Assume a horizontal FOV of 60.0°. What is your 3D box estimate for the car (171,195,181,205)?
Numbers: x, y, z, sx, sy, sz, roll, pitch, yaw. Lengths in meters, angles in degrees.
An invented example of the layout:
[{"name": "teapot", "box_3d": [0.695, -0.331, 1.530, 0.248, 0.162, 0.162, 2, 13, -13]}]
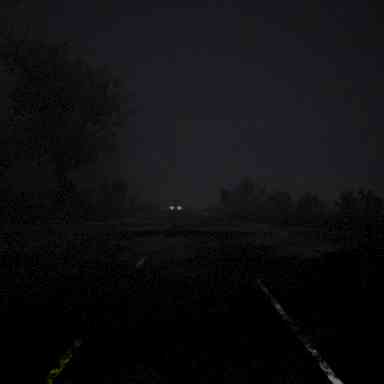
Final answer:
[{"name": "car", "box_3d": [-3.480, 1.784, 73.995, 2.150, 2.045, 5.566, 0, -1, 0]}]
